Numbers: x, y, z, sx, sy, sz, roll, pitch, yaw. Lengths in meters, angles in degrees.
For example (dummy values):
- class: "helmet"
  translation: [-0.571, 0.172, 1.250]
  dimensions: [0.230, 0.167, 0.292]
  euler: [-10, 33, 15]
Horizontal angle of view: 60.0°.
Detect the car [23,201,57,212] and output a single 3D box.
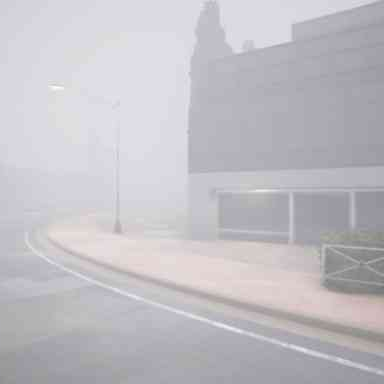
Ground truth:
- class: "car"
  translation: [-20.649, 2.005, 45.598]
  dimensions: [2.033, 1.411, 5.357]
  euler: [0, -1, 9]
